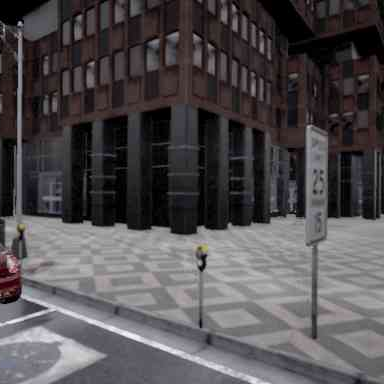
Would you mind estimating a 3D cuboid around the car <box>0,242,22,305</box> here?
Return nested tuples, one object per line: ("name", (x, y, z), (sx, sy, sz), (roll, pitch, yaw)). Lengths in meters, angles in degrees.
("car", (-5.319, 1.416, 6.824), (4.097, 1.590, 1.967), (0, 0, 36))
